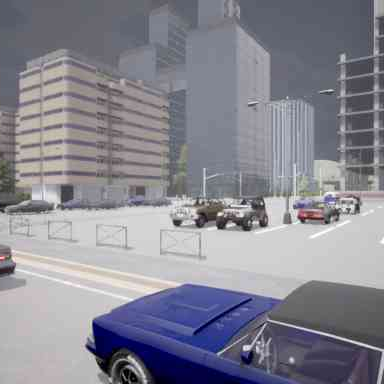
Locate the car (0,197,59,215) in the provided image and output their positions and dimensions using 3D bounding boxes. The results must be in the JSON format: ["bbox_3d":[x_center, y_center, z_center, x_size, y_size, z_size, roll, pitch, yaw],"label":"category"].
[{"bbox_3d":[-16.312,1.526,33.593,1.812,1.442,4.674,0,0,34],"label":"car"}]

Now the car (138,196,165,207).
[{"bbox_3d":[-5.187,1.547,50.179,2.033,1.411,5.357,0,0,34],"label":"car"}]

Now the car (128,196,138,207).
[{"bbox_3d":[-8.870,1.352,50.934,2.097,1.767,4.553,0,0,35],"label":"car"}]

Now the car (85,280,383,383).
[{"bbox_3d":[1.120,1.601,3.191,4.718,1.301,1.895,0,0,35],"label":"car"}]

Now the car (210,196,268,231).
[{"bbox_3d":[3.012,1.156,19.279,1.905,1.878,3.866,0,0,34],"label":"car"}]

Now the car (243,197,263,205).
[{"bbox_3d":[11.358,1.601,61.948,1.895,1.301,4.718,0,0,35],"label":"car"}]

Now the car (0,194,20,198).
[{"bbox_3d":[-20.259,1.222,34.031,2.150,2.045,5.566,0,0,34],"label":"car"}]

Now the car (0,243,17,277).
[{"bbox_3d":[-6.724,1.547,8.707,5.357,1.411,2.033,0,0,35],"label":"car"}]

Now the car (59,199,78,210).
[{"bbox_3d":[-14.549,1.547,42.539,2.033,1.411,5.357,0,0,34],"label":"car"}]

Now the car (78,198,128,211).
[{"bbox_3d":[-10.981,1.547,41.564,2.033,1.411,5.357,0,0,34],"label":"car"}]

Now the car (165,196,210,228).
[{"bbox_3d":[0.645,1.153,20.945,1.932,1.855,4.605,0,0,34],"label":"car"}]

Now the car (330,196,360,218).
[{"bbox_3d":[15.038,1.395,32.232,1.970,1.475,3.806,0,0,34],"label":"car"}]
